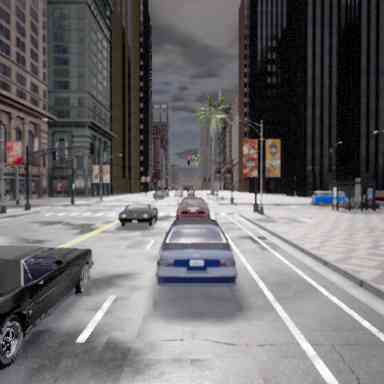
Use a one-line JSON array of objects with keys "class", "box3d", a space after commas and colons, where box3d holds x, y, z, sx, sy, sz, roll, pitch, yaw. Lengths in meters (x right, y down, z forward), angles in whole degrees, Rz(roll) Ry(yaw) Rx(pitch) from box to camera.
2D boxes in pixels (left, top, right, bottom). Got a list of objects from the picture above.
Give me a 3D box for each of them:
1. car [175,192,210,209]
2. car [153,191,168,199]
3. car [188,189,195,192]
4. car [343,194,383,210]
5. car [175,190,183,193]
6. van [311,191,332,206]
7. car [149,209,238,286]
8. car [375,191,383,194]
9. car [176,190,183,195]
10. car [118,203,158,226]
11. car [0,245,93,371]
[{"class": "car", "box3d": [0.079, 1.078, 21.674, 2.097, 1.767, 4.553, 0, 1, 0]}, {"class": "car", "box3d": [-6.641, 0.513, 66.957, 2.097, 1.767, 4.553, 0, 1, 0]}, {"class": "car", "box3d": [-0.160, 0.484, 83.668, 2.033, 1.411, 5.357, 0, 1, 0]}, {"class": "car", "box3d": [17.009, 1.134, 32.910, 4.403, 1.369, 2.008, 0, 1, 0]}, {"class": "car", "box3d": [-3.410, 0.468, 83.661, 1.812, 1.442, 4.674, 0, 1, 0]}, {"class": "van", "box3d": [16.989, 0.793, 41.431, 3.998, 1.788, 1.690, 0, 1, 0]}, {"class": "car", "box3d": [0.087, 1.431, 9.137, 2.033, 1.411, 5.357, 0, 1, 0]}, {"class": "car", "box3d": [22.666, 0.763, 41.443, 5.009, 1.841, 2.192, 0, 1, 0]}, {"class": "car", "box3d": [-3.429, 0.138, 93.661, 1.882, 1.535, 5.008, 0, 1, 0]}, {"class": "car", "box3d": [-3.193, 1.337, 20.768, 1.895, 1.301, 4.718, 0, 1, 0]}, {"class": "car", "box3d": [-3.158, 1.529, 5.498, 1.895, 1.301, 4.718, 0, 1, 0]}]
